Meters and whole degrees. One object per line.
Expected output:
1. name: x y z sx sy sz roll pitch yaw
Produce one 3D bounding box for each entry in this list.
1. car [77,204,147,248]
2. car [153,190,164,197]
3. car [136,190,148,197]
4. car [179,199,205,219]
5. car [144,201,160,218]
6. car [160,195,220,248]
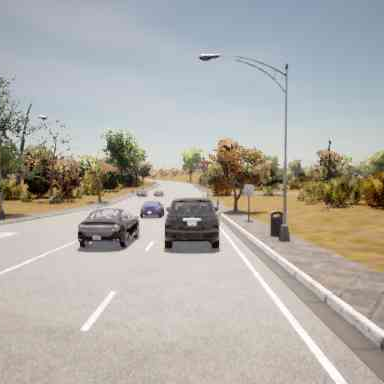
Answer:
1. car: -3.499 1.478 14.670 2.128 1.511 4.902 0 0 0
2. car: -6.998 0.298 70.435 1.994 1.385 4.181 0 3 0
3. car: -10.498 0.285 70.434 2.033 1.411 5.357 0 3 0
4. car: 0.001 1.465 29.689 2.128 1.511 4.902 0 0 0
5. car: -3.499 1.503 29.691 1.812 1.442 4.674 0 0 0
6. car: 0.001 1.241 14.697 2.150 2.045 5.566 0 0 0
